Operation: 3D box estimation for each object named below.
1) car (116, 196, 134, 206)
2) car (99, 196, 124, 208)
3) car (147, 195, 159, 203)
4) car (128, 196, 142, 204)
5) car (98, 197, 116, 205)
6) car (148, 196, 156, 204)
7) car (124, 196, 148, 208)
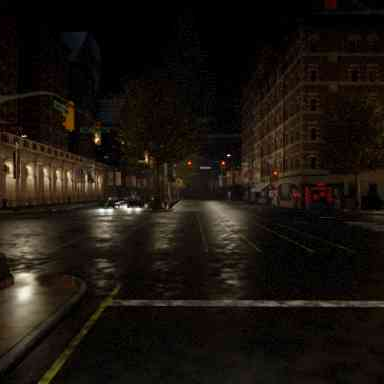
[{"bbox_3d":[-11.465,1.491,57.242,2.128,1.511,4.902,0,0,0],"label":"car"},{"bbox_3d":[-11.491,1.491,47.250,2.128,1.511,4.902,0,0,0],"label":"car"},{"bbox_3d":[-7.958,1.477,68.146,1.882,1.535,5.008,0,0,0],"label":"car"},{"bbox_3d":[-11.458,1.491,67.318,2.128,1.511,4.902,0,0,0],"label":"car"},{"bbox_3d":[-14.714,1.595,57.804,1.895,1.301,4.718,0,0,0],"label":"car"},{"bbox_3d":[-7.964,1.505,57.805,1.837,1.490,4.892,0,0,0],"label":"car"},{"bbox_3d":[-7.990,1.564,47.620,1.994,1.385,4.181,0,0,1],"label":"car"}]
